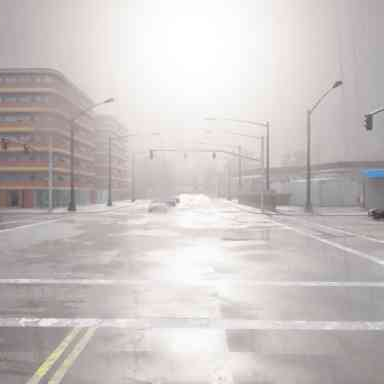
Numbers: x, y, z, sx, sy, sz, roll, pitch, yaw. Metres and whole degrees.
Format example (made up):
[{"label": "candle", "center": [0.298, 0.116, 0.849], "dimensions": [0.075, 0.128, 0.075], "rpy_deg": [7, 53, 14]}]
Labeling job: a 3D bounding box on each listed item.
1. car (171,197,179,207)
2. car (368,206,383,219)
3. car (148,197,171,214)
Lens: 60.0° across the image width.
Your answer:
[{"label": "car", "center": [-3.550, 1.477, 52.150], "dimensions": [1.882, 1.535, 5.008], "rpy_deg": [0, 0, 0]}, {"label": "car", "center": [16.630, 1.505, 26.469], "dimensions": [4.892, 1.490, 1.837], "rpy_deg": [0, 0, 0]}, {"label": "car", "center": [-3.565, 1.524, 35.748], "dimensions": [1.812, 1.442, 4.674], "rpy_deg": [0, 0, 0]}]
